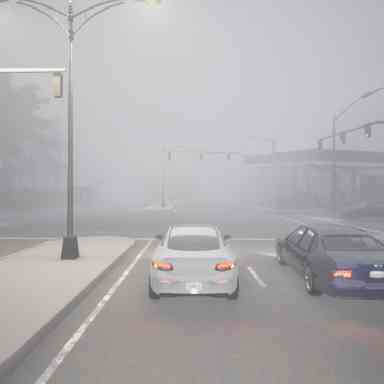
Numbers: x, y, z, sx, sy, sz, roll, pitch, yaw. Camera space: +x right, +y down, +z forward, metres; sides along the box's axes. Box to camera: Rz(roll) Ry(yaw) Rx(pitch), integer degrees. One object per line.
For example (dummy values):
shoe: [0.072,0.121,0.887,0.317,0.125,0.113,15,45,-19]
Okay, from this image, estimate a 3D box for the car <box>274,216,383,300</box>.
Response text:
car: [3.511,1.545,8.567,2.033,1.411,5.357,0,0,3]

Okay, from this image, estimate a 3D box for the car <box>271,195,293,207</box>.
car: [12.891,1.261,47.890,2.242,1.667,4.611,0,0,0]

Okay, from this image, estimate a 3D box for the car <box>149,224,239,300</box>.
car: [0.032,1.516,8.260,1.812,1.442,4.674,0,0,0]

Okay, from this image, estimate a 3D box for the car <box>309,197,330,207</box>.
car: [18.630,1.433,48.691,1.970,1.475,3.806,0,0,0]

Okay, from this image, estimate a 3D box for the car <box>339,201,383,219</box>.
car: [14.749,1.523,27.755,4.674,1.442,1.812,0,0,-1]
